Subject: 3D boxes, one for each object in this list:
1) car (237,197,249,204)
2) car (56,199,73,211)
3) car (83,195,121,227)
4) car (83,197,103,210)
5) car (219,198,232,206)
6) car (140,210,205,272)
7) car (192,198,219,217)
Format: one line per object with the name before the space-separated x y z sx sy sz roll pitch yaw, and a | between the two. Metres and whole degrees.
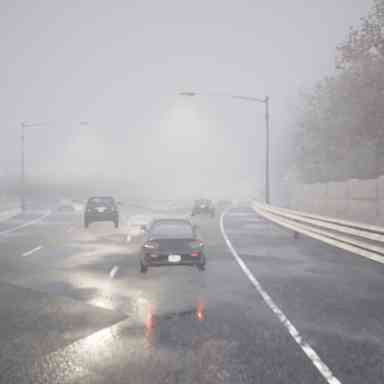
car | 12.304 2.290 81.861 1.837 1.490 4.892 0 -3 15
car | -16.442 1.611 42.958 2.033 1.411 5.357 0 0 -25
car | -6.186 1.247 23.130 2.150 2.045 5.566 0 0 -12
car | -13.225 1.529 44.150 1.882 1.535 5.008 0 0 -24
car | 5.380 1.588 53.530 1.895 1.301 4.718 0 0 14
car | -0.687 1.529 10.781 1.812 1.442 4.674 0 0 -6
car | 1.178 1.349 31.393 2.097 1.767 4.553 0 0 6
